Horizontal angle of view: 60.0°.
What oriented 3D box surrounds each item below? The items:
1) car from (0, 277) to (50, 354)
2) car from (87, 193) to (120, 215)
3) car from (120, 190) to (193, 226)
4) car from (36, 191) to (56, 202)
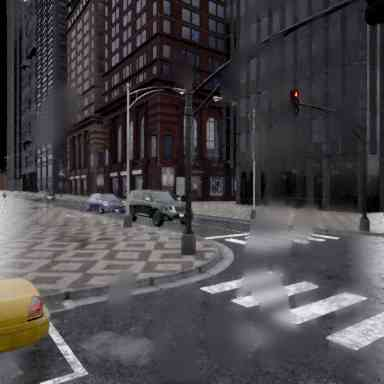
[{"bbox_3d":[-4.223,1.525,3.643,4.829,1.417,1.752,0,0,-35],"label":"car"},{"bbox_3d":[-7.113,0.877,27.704,2.097,1.767,4.553,0,1,-35],"label":"car"},{"bbox_3d":[-2.192,0.899,20.836,2.150,2.045,5.566,0,1,-36],"label":"car"},{"bbox_3d":[-20.264,0.618,46.164,2.128,1.511,4.902,0,1,-35],"label":"car"}]
